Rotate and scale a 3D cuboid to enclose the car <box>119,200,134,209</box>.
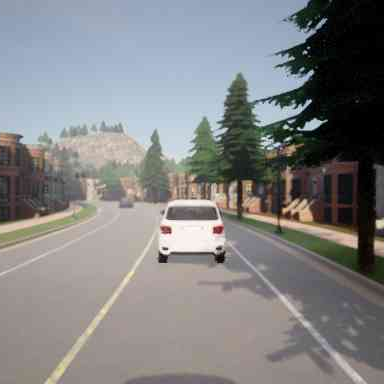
[{"bbox_3d":[-10.118,1.860,51.056,1.994,1.385,4.181,0,0,-17],"label":"car"}]

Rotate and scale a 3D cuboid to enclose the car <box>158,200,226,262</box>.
[{"bbox_3d":[-0.042,1.297,12.516,2.150,2.045,5.566,0,0,-1],"label":"car"}]

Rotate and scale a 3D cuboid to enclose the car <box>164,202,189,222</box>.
[{"bbox_3d":[-1.468,1.697,29.518,1.812,1.442,4.674,0,0,-8],"label":"car"}]
